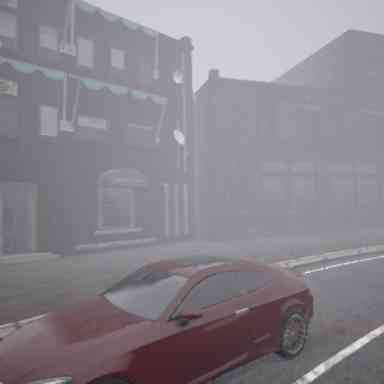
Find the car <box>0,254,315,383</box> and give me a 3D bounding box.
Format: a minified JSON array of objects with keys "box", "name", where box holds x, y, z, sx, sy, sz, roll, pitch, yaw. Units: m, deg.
[{"box":[-0.122,1.678,4.617,4.674,1.442,1.812,-1,-2,-38],"name":"car"}]
